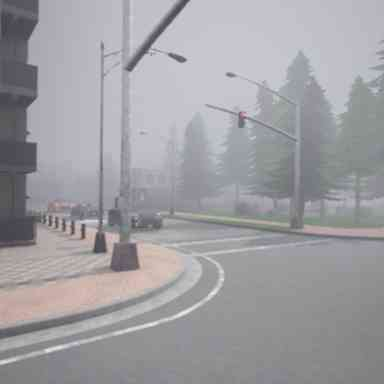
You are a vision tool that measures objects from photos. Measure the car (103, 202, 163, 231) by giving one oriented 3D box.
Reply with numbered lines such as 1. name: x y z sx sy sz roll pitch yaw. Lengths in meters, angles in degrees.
1. car: -3.710 1.440 21.448 2.097 1.767 4.553 1 0 -35

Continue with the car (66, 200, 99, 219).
1. car: -9.379 1.654 29.623 1.994 1.385 4.181 1 0 -35

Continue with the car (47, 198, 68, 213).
1. car: -14.786 1.445 37.469 2.097 1.767 4.553 1 -1 -34
